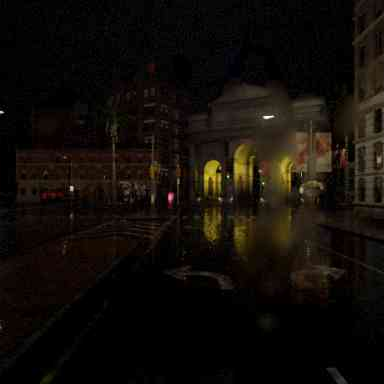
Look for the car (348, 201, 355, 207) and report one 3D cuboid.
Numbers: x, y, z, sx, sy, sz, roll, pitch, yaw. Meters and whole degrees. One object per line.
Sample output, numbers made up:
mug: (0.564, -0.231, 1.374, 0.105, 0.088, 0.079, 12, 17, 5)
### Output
car: (26.789, 1.546, 50.661, 5.357, 1.411, 2.033, 0, 0, 1)
